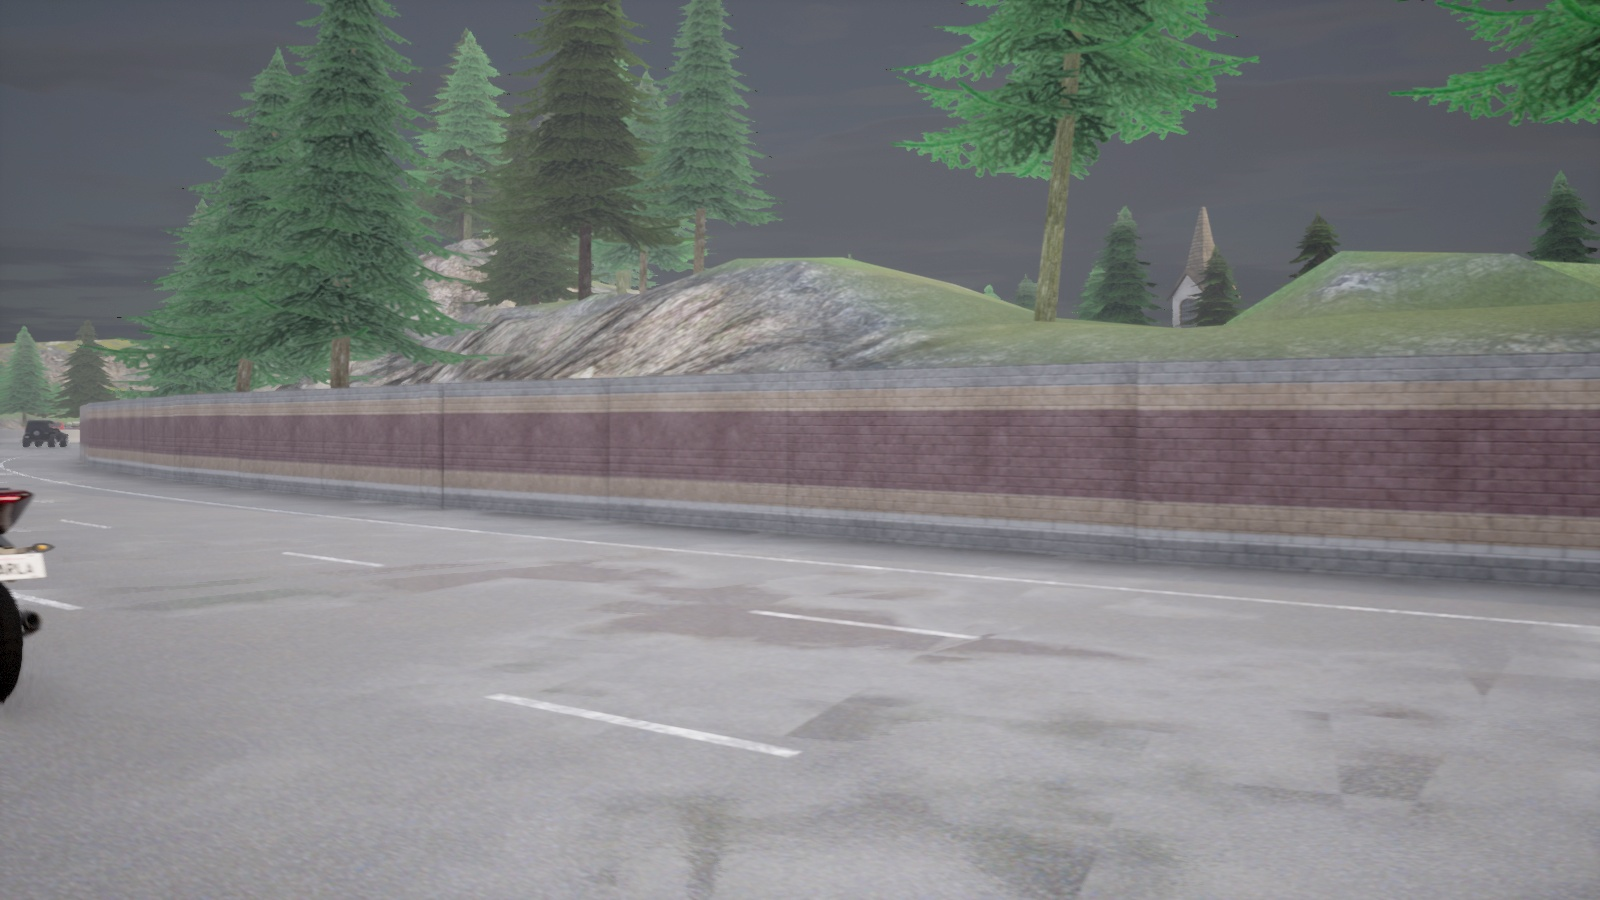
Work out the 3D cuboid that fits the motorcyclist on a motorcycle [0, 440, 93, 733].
[{"bbox_3d":[-5.043,0.714,7.260,2.191,1.530,0.866,0,0,37],"label":"motorcyclist on a motorcycle"}]
